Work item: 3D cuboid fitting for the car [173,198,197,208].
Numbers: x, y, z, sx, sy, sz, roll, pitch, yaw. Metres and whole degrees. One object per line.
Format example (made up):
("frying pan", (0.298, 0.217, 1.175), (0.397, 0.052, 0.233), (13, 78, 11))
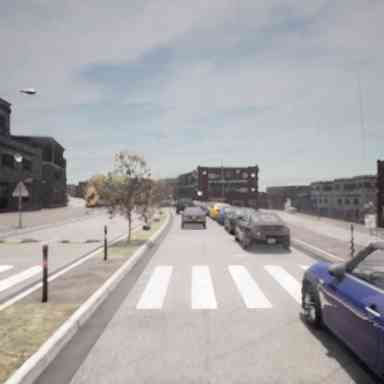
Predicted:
("car", (-0.963, 1.811, 42.990), (2.150, 2.045, 5.566), (0, -1, -5))

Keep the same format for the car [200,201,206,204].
("car", (2.482, 1.840, 37.325), (2.185, 1.767, 4.553), (0, -1, -3))

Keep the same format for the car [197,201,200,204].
("car", (1.460, 2.190, 48.521), (2.002, 1.452, 4.674), (0, -1, -6))

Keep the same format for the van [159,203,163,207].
("van", (-7.145, 3.278, 92.085), (1.878, 1.987, 4.442), (0, -3, -15))

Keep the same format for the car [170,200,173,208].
("car", (-3.090, 2.867, 75.836), (2.002, 1.452, 4.674), (0, -2, -12))

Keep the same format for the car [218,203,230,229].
("car", (3.091, 1.701, 20.717), (2.231, 1.521, 4.892), (0, -1, 0))

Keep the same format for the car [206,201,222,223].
("car", (2.803, 1.875, 31.808), (2.097, 1.535, 5.008), (0, -1, -2))

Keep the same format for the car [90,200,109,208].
("car", (-21.665, 3.003, 82.635), (5.566, 2.045, 2.435), (0, -2, -14))

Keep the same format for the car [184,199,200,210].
("car", (-0.014, 2.230, 59.481), (2.185, 1.767, 4.553), (0, -1, -8))

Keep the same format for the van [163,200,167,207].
("van", (-5.688, 3.032, 86.747), (1.878, 1.987, 4.442), (0, -2, -14))

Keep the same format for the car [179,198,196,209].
("car", (-0.924, 2.240, 65.018), (2.435, 2.045, 5.566), (0, -1, -9))

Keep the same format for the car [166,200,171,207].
("car", (-4.332, 3.068, 81.233), (2.002, 1.452, 4.674), (0, -2, -13))

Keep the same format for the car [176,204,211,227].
("car", (0.077, 1.848, 25.247), (2.033, 1.411, 5.357), (0, -1, -1))

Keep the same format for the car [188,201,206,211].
("car", (0.799, 2.242, 53.902), (2.231, 1.521, 4.892), (0, -1, -7))

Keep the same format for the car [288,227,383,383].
("car", (3.015, 1.403, 4.258), (2.185, 1.767, 4.553), (0, -1, 0))

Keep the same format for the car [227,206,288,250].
("car", (3.071, 1.635, 15.198), (2.231, 1.521, 4.892), (0, -1, 0))
